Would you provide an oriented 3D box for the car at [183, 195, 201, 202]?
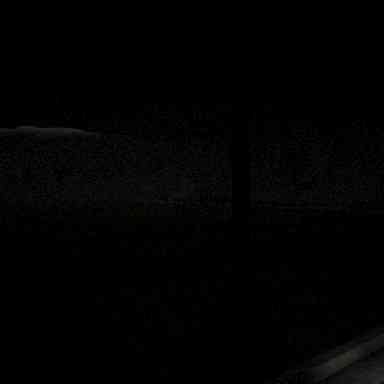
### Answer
[{"bbox_3d":[-0.047,1.580,77.577,1.837,1.490,4.892,0,0,-35],"label":"car"}]

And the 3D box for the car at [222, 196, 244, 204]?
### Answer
[{"bbox_3d":[8.693,1.644,71.230,1.837,1.490,4.892,0,0,-35],"label":"car"}]

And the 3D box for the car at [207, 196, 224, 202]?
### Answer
[{"bbox_3d":[5.679,1.650,81.602,1.994,1.385,4.181,0,0,-35],"label":"car"}]

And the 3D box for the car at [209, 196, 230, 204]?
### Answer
[{"bbox_3d":[4.611,1.628,64.902,1.837,1.490,4.892,0,0,-35],"label":"car"}]

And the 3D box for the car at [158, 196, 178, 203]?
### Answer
[{"bbox_3d":[-5.774,1.562,73.551,1.837,1.490,4.892,0,0,-35],"label":"car"}]

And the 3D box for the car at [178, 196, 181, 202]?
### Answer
[{"bbox_3d":[-2.928,1.667,75.589,1.895,1.301,4.718,0,0,-35],"label":"car"}]

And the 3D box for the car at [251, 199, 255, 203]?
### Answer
[{"bbox_3d":[11.535,1.749,73.273,1.895,1.301,4.718,0,0,-35],"label":"car"}]

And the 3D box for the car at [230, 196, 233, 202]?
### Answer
[{"bbox_3d":[5.783,1.634,69.285,1.837,1.490,4.892,0,0,-35],"label":"car"}]

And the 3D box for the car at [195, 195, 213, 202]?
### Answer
[{"bbox_3d":[2.816,1.587,79.589,1.837,1.490,4.892,0,0,-35],"label":"car"}]

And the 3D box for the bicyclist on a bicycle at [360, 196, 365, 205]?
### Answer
[{"bbox_3d":[28.694,1.468,55.939,1.656,1.620,0.582,0,0,-35],"label":"bicyclist on a bicycle"}]

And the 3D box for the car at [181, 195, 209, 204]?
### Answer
[{"bbox_3d":[0.524,1.591,64.660,1.882,1.535,5.008,0,0,-34],"label":"car"}]
